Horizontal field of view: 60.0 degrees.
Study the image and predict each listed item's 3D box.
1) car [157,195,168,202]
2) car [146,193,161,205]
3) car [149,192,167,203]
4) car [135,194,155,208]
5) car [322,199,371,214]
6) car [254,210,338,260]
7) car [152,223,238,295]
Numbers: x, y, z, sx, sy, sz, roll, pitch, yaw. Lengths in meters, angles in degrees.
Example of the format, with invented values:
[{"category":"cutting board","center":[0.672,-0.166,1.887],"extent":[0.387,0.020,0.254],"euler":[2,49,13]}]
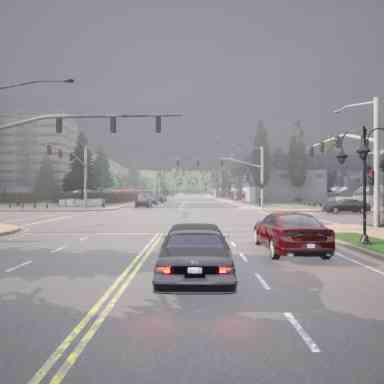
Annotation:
[{"category":"car","center":[-6.842,1.540,78.186],"extent":[2.033,1.411,5.357],"euler":[0,0,0]},{"category":"car","center":[-6.947,1.477,57.672],"extent":[1.882,1.535,5.008],"euler":[0,0,0]},{"category":"car","center":[-6.875,1.221,67.571],"extent":[2.150,2.045,5.566],"euler":[0,0,0]},{"category":"car","center":[-6.981,1.477,48.096],"extent":[1.882,1.535,5.008],"euler":[0,0,0]},{"category":"car","center":[16.256,1.505,35.146],"extent":[4.892,1.490,1.837],"euler":[0,0,-1]},{"category":"car","center":[3.605,1.478,12.507],"extent":[1.882,1.535,5.008],"euler":[0,0,0]},{"category":"car","center":[0.078,1.547,8.887],"extent":[2.033,1.411,5.357],"euler":[0,0,1]}]
